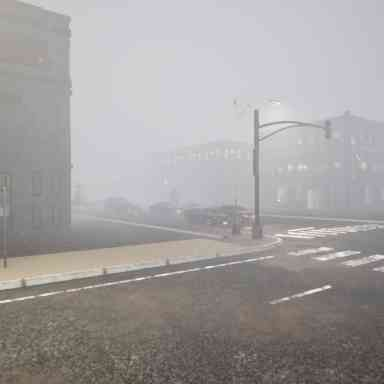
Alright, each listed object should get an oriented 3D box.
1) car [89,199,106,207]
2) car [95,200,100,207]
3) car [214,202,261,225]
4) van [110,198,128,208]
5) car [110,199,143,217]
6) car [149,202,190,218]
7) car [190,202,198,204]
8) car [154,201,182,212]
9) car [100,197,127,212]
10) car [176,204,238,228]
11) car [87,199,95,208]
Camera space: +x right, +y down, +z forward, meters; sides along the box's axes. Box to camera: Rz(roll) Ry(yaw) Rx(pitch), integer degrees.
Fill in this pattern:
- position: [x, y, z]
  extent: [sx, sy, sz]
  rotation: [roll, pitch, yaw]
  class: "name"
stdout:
- position: [-19.404, 2.227, 68.111]
  extent: [1.887, 1.381, 4.507]
  rotation: [-1, 0, -36]
  class: "car"
- position: [-16.194, 1.939, 63.605]
  extent: [2.192, 1.841, 5.009]
  rotation: [-1, 0, -36]
  class: "car"
- position: [3.338, 1.745, 26.303]
  extent: [1.812, 1.442, 4.674]
  rotation: [-1, 0, -35]
  class: "car"
- position: [-12.978, 1.906, 59.100]
  extent: [1.690, 1.788, 3.998]
  rotation: [-1, 0, -36]
  class: "van"
- position: [-6.934, 1.846, 36.209]
  extent: [1.967, 1.590, 4.097]
  rotation: [-1, 0, -36]
  class: "car"
- position: [-2.707, 1.830, 34.764]
  extent: [2.128, 1.511, 4.902]
  rotation: [-1, 0, -36]
  class: "car"
- position: [-0.111, 1.903, 41.079]
  extent: [1.802, 1.307, 4.206]
  rotation: [-2, 0, -36]
  class: "car"
- position: [-3.325, 1.965, 45.584]
  extent: [1.802, 1.307, 4.206]
  rotation: [-2, 0, -36]
  class: "car"
- position: [-10.070, 1.704, 45.110]
  extent: [2.150, 2.045, 5.566]
  rotation: [-1, 0, -36]
  class: "car"
- position: [1.031, 1.814, 24.843]
  extent: [1.947, 1.339, 4.313]
  rotation: [-2, 0, -36]
  class: "car"
- position: [-19.219, 2.159, 63.412]
  extent: [2.128, 1.511, 4.902]
  rotation: [-1, 0, -36]
  class: "car"
